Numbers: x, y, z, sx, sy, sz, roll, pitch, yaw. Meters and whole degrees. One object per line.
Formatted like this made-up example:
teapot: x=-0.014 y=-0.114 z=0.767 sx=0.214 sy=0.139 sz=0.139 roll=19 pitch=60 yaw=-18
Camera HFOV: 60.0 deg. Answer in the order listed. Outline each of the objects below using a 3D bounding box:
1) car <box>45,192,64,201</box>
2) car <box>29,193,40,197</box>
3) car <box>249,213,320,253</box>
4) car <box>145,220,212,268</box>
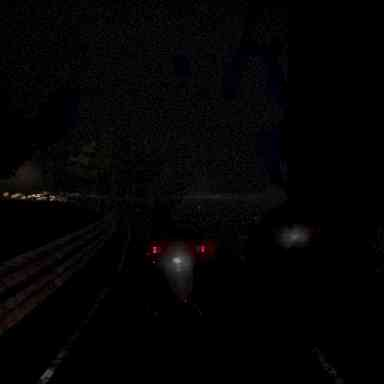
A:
car: x=-26.885 y=0.864 z=64.790 sx=4.553 sy=1.767 sz=2.097 roll=1 pitch=1 yaw=44
car: x=-34.045 y=0.809 z=72.205 sx=1.895 sy=1.301 sz=4.718 roll=0 pitch=1 yaw=-39
car: x=3.601 y=1.552 z=13.626 sx=1.994 sy=1.385 sz=4.181 roll=0 pitch=0 yaw=0
car: x=-0.596 y=1.597 z=11.300 sx=1.895 sy=1.301 sz=4.718 roll=0 pitch=0 yaw=-6
